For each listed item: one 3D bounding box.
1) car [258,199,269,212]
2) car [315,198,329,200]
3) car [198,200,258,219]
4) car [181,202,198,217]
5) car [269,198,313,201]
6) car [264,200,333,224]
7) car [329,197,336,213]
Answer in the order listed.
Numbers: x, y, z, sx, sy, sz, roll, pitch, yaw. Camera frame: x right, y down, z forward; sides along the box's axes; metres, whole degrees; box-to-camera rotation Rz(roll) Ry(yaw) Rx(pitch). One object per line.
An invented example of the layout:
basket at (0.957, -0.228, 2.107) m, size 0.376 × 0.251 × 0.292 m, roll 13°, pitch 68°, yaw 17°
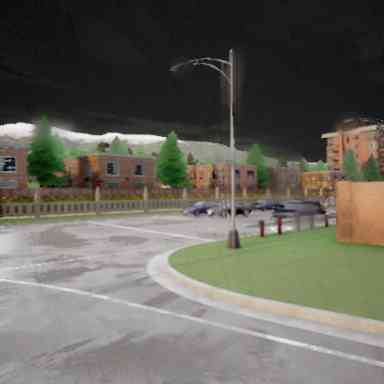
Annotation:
car at (8.696, 1.545, 39.164) m, size 5.357 × 1.411 × 2.033 m, roll 0°, pitch 0°, yaw -42°
car at (18.462, 1.409, 43.148) m, size 4.902 × 1.511 × 2.128 m, roll -1°, pitch 0°, yaw -41°
car at (3.313, 1.519, 29.691) m, size 4.902 × 1.511 × 2.128 m, roll 0°, pitch 0°, yaw -42°
car at (1.052, 1.579, 32.338) m, size 4.674 × 1.442 × 1.812 m, roll 0°, pitch 0°, yaw -42°
car at (10.828, 1.574, 36.375) m, size 4.718 × 1.301 × 1.895 m, roll 0°, pitch 0°, yaw -42°
car at (7.890, 1.523, 24.393) m, size 5.357 × 1.411 × 2.033 m, roll 0°, pitch 0°, yaw -42°
car at (15.021, 1.276, 30.737) m, size 4.553 × 1.767 × 2.097 m, roll 0°, pitch 0°, yaw -42°
